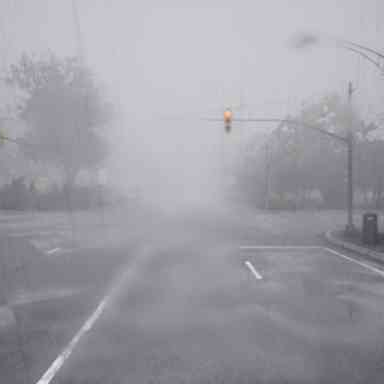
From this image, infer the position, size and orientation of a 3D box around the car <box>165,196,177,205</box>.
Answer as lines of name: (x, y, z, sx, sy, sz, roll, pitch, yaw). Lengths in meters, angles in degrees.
car: (-3.497, 1.419, 55.119, 1.812, 1.442, 4.674, 0, 0, 0)
